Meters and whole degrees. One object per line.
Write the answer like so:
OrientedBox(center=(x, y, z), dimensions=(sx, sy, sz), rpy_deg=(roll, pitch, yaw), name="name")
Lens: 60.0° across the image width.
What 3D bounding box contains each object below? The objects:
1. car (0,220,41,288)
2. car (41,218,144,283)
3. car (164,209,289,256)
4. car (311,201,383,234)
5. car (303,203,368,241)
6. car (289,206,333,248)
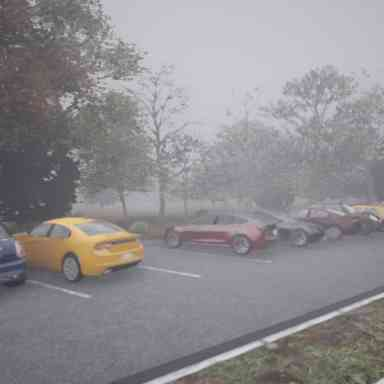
OrientedBox(center=(-6.046, 1.383, 8.068), dimensions=(4.553, 1.767, 2.185), rpy_deg=(-1, -1, 34), name="car")
OrientedBox(center=(-3.660, 1.508, 9.813), dimensions=(5.008, 1.535, 2.097), rpy_deg=(-1, -1, 34), name="car")
OrientedBox(center=(1.084, 1.538, 13.340), dimensions=(4.792, 1.488, 2.163), rpy_deg=(-1, -1, 34), name="car")
OrientedBox(center=(8.176, 1.382, 18.706), dimensions=(4.553, 1.767, 2.185), rpy_deg=(-1, -1, 33), name="car")
OrientedBox(center=(5.854, 1.506, 16.878), dimensions=(5.008, 1.535, 2.097), rpy_deg=(-1, -1, 33), name="car")
OrientedBox(center=(3.518, 1.536, 15.084), dimensions=(4.792, 1.488, 2.163), rpy_deg=(-1, -1, 33), name="car")
